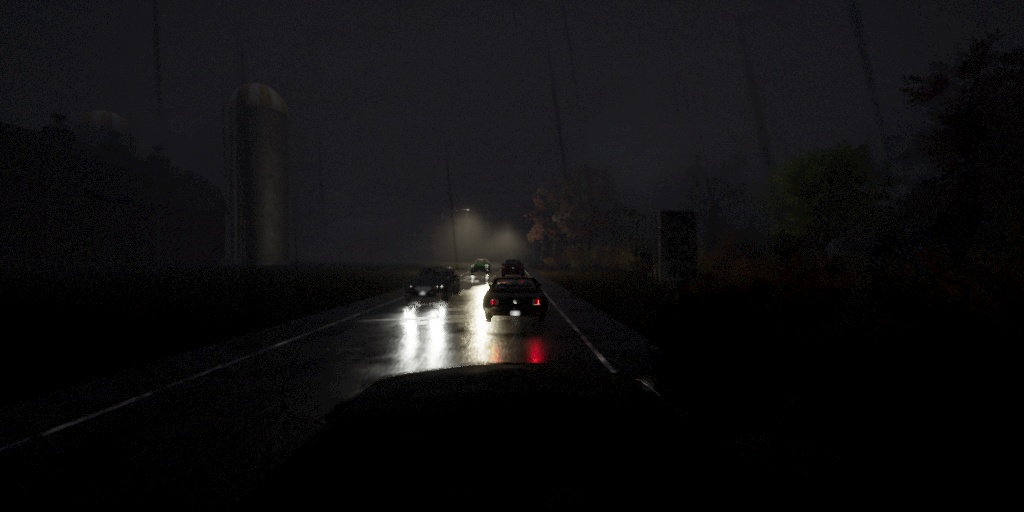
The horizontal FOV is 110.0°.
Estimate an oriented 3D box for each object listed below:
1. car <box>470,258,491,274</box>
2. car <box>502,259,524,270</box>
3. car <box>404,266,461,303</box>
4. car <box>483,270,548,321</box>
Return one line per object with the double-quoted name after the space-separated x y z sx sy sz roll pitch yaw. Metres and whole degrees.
-3.529 1.091 41.349 2.097 1.767 4.553 0 0 0 "car"
0.089 1.095 34.287 2.097 1.767 4.553 0 0 0 "car"
-3.603 1.239 16.906 2.128 1.511 4.902 0 0 0 "car"
0.096 1.349 12.474 1.895 1.301 4.718 0 0 0 "car"
